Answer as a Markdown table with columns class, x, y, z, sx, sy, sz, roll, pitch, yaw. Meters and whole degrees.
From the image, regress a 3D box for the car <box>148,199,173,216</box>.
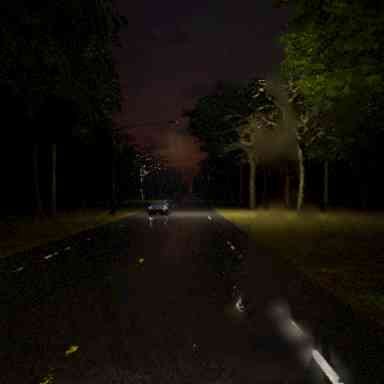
| class | x | y | z | sx | sy | sz | roll | pitch | yaw |
| --- | --- | --- | --- | --- | --- | --- | --- | --- | --- |
| car | -3.592 | 1.690 | 36.918 | 2.097 | 1.767 | 4.553 | 0 | 0 | 0 |

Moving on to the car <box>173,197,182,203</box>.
| class | x | y | z | sx | sy | sz | roll | pitch | yaw |
| --- | --- | --- | --- | --- | --- | --- | --- | --- | --- |
| car | -3.499 | 2.014 | 77.356 | 1.837 | 1.490 | 4.892 | 0 | 0 | 0 |
